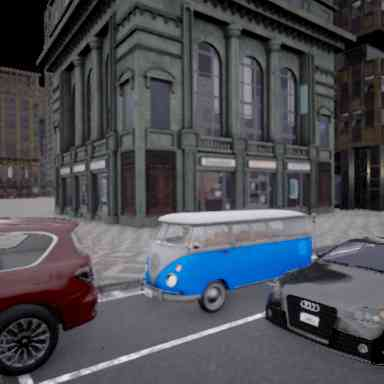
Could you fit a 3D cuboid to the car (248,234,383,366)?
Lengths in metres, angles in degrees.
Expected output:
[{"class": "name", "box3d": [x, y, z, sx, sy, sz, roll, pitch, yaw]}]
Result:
[{"class": "car", "box3d": [3.213, 1.521, 5.663, 4.181, 1.385, 1.994, -1, 0, -35]}]

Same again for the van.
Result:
[{"class": "van", "box3d": [0.914, 1.305, 7.297, 3.998, 1.788, 1.690, -1, 0, -35]}]

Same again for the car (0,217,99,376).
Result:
[{"class": "car", "box3d": [-3.679, 1.321, 4.030, 5.009, 1.841, 2.192, -1, 0, -35]}]
